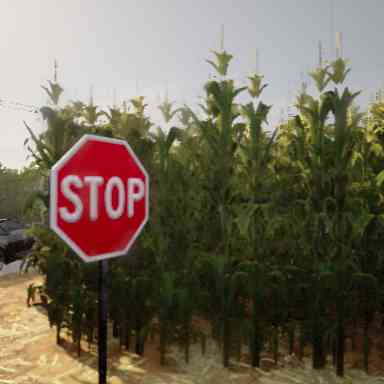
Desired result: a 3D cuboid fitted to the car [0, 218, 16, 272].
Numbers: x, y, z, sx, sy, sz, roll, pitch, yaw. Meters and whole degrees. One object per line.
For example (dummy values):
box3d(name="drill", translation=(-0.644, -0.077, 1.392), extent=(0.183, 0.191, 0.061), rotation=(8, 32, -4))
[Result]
box3d(name="car", translation=(-6.061, 1.485, 10.202), extent=(1.994, 1.385, 4.181), rotation=(0, 0, 0))
